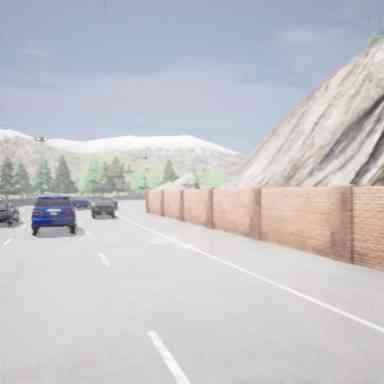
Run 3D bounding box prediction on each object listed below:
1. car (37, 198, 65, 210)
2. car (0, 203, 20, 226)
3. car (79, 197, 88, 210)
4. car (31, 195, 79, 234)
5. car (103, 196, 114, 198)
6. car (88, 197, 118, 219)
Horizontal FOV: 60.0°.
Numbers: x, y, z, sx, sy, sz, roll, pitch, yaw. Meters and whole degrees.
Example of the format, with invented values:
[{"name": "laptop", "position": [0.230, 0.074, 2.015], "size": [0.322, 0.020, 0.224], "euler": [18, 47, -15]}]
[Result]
[{"name": "car", "position": [-17.698, 1.466, 42.035], "size": [1.837, 1.490, 4.892], "euler": [0, -1, -5]}, {"name": "car", "position": [-13.101, 1.478, 22.866], "size": [2.128, 1.511, 4.902], "euler": [0, 0, -20]}, {"name": "car", "position": [-14.191, 1.434, 43.020], "size": [1.882, 1.535, 5.008], "euler": [0, 0, -6]}, {"name": "car", "position": [-7.955, 1.202, 19.252], "size": [2.150, 2.045, 5.566], "euler": [0, 0, -22]}, {"name": "car", "position": [-10.632, 1.303, 42.195], "size": [2.097, 1.767, 4.553], "euler": [0, 0, -7]}, {"name": "car", "position": [-7.892, 1.471, 29.183], "size": [1.837, 1.490, 4.892], "euler": [0, 0, -19]}]
